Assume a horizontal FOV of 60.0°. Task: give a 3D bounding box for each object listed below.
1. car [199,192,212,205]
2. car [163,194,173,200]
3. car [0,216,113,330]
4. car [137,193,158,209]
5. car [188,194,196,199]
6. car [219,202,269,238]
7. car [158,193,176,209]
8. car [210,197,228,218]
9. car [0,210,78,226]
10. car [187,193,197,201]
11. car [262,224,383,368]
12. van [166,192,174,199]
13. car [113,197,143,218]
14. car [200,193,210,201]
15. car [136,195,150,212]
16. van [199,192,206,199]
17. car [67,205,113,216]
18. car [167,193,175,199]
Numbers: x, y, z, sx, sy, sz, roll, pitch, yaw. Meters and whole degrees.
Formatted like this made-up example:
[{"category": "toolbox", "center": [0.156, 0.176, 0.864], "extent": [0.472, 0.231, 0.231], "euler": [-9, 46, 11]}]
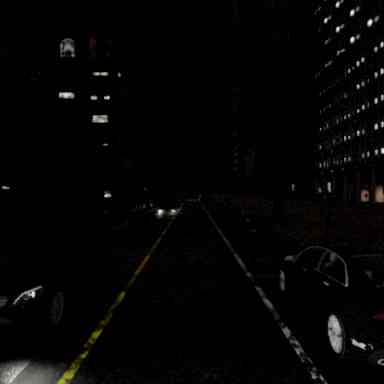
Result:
[{"category": "car", "center": [2.403, 1.187, 51.900], "extent": [1.882, 1.535, 5.008], "euler": [0, 0, 0]}, {"category": "car", "center": [-5.615, 1.119, 78.072], "extent": [2.008, 1.369, 4.403], "euler": [1, 0, 0]}, {"category": "car", "center": [-3.083, 1.484, 6.981], "extent": [1.812, 1.442, 4.674], "euler": [0, 0, 0]}, {"category": "car", "center": [-5.642, 1.093, 39.084], "extent": [2.192, 1.841, 5.009], "euler": [1, 0, 0]}, {"category": "car", "center": [0.068, 1.139, 82.428], "extent": [1.895, 1.301, 4.718], "euler": [0, 0, 0]}, {"category": "car", "center": [2.716, 1.454, 16.799], "extent": [2.008, 1.369, 4.403], "euler": [1, 0, 0]}, {"category": "car", "center": [-3.058, 1.243, 41.439], "extent": [1.882, 1.535, 5.008], "euler": [0, 0, 0]}, {"category": "car", "center": [2.726, 1.365, 28.109], "extent": [1.752, 1.417, 4.829], "euler": [1, 0, 0]}, {"category": "car", "center": [-5.668, 1.500, 11.238], "extent": [1.947, 1.339, 4.313], "euler": [1, 0, 0]}, {"category": "car", "center": [0.057, 1.012, 68.965], "extent": [1.882, 1.535, 5.008], "euler": [0, 0, 0]}, {"category": "car", "center": [2.707, 1.518, 5.660], "extent": [2.008, 1.369, 4.403], "euler": [1, 0, 0]}, {"category": "van", "center": [-5.607, 0.880, 83.641], "extent": [1.690, 1.788, 3.998], "euler": [1, 0, 0]}, {"category": "car", "center": [-5.655, 1.406, 27.946], "extent": [1.947, 1.339, 4.313], "euler": [1, 0, 0]}, {"category": "car", "center": [2.763, 1.039, 72.494], "extent": [1.967, 1.590, 4.097], "euler": [1, 0, 0]}, {"category": "car", "center": [-5.650, 1.335, 33.345], "extent": [1.752, 1.417, 4.829], "euler": [1, 0, 0]}, {"category": "van", "center": [2.778, 0.852, 89.203], "extent": [1.690, 1.788, 3.998], "euler": [1, 0, 0]}, {"category": "car", "center": [-5.664, 1.453, 16.807], "extent": [2.008, 1.369, 4.403], "euler": [1, 0, 0]}, {"category": "car", "center": [-5.605, 1.036, 89.041], "extent": [1.752, 1.417, 4.829], "euler": [1, 0, 0]}]
